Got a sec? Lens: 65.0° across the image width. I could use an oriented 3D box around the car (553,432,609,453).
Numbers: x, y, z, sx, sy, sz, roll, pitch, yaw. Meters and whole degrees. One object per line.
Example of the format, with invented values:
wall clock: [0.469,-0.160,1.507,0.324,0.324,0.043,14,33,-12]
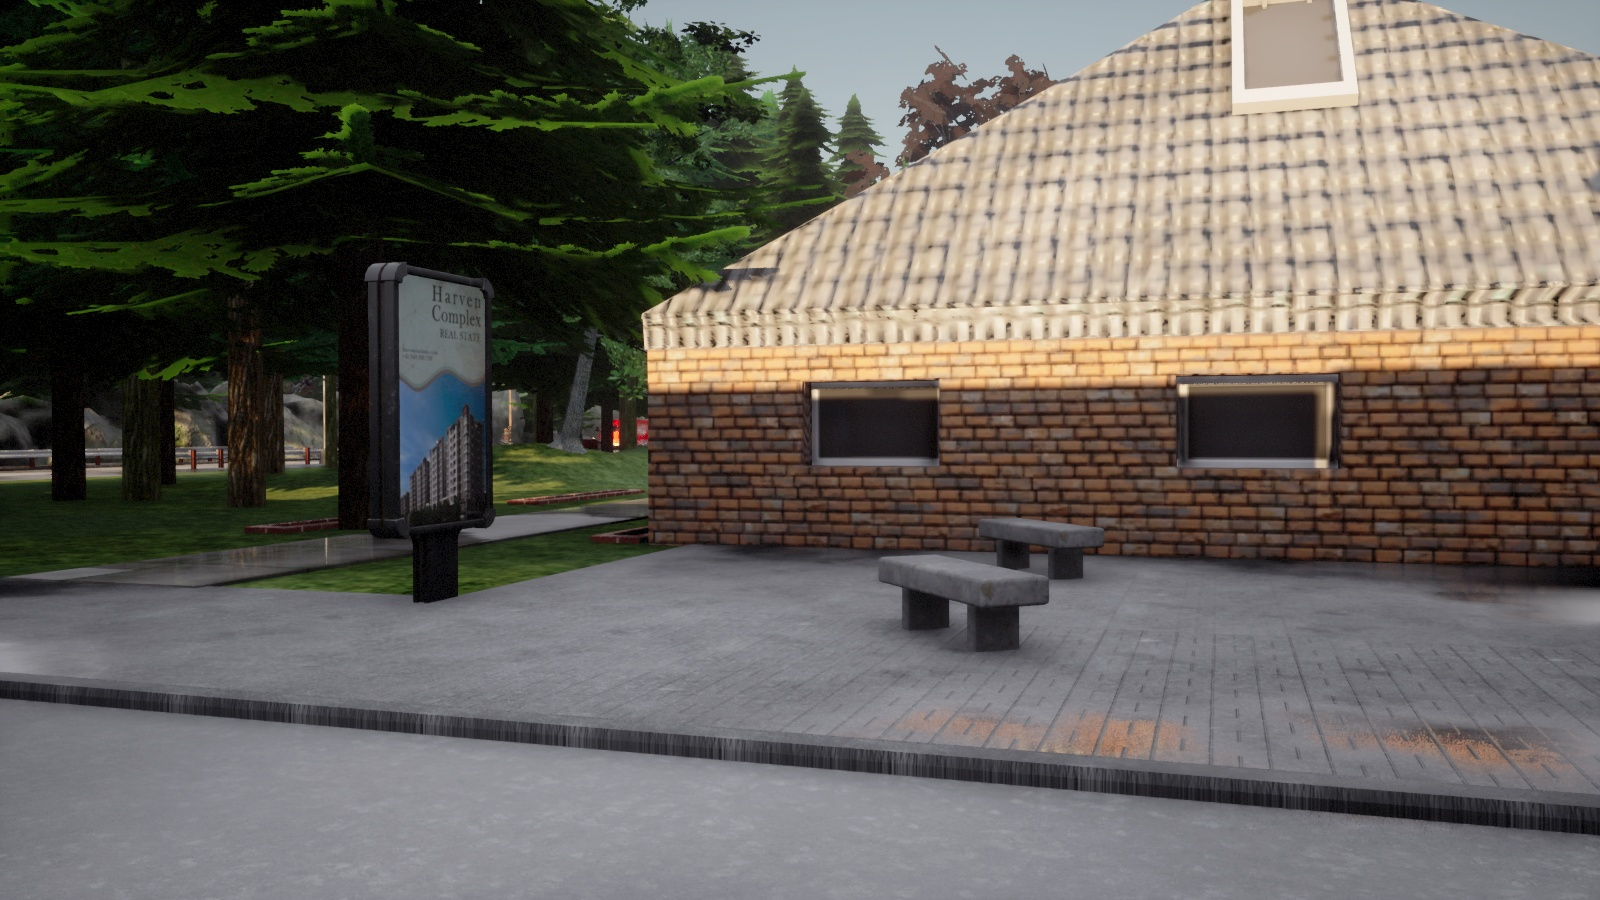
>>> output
car: [-14.947,-0.541,85.891,1.994,1.385,4.181,1,1,18]
